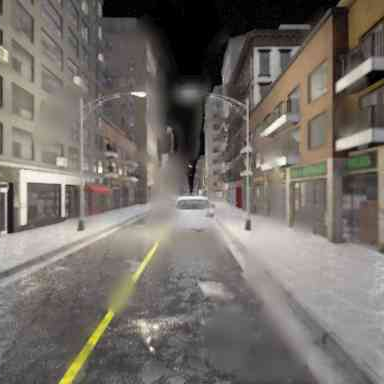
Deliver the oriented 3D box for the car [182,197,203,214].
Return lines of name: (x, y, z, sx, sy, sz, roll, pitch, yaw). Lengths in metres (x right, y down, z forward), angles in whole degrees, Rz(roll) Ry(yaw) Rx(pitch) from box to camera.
car: (0.046, 1.443, 36.668, 2.097, 1.767, 4.553, 0, 0, 0)

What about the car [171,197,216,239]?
car: (0.072, 1.259, 17.724, 2.150, 2.045, 5.566, 0, 0, 0)
